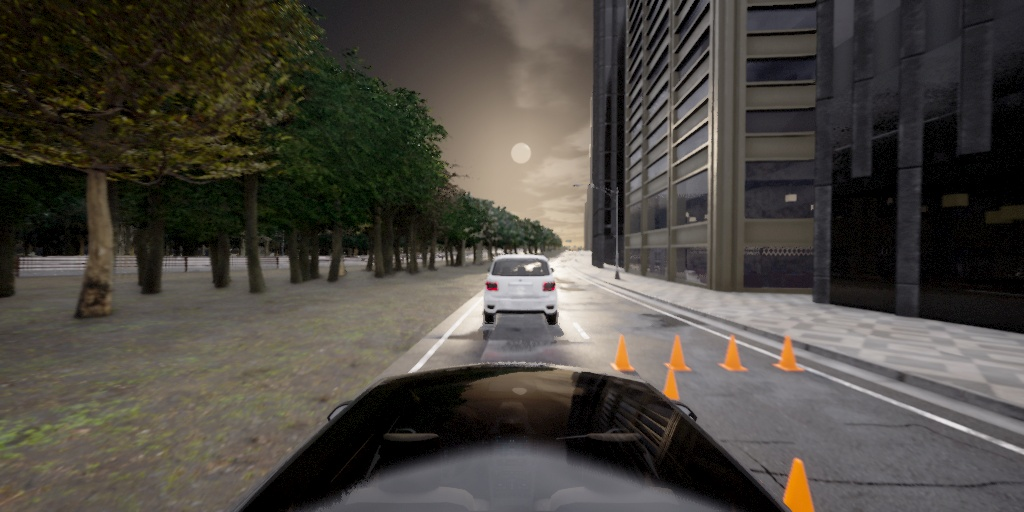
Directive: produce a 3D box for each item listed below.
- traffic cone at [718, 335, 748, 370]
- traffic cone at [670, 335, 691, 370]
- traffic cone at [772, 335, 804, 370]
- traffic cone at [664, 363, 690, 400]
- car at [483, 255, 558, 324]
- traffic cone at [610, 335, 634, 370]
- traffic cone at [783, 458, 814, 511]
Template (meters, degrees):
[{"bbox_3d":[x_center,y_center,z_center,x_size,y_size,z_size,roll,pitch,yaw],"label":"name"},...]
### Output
[{"bbox_3d":[3.993,1.725,6.492,0.340,0.580,0.340,0,0,0],"label":"traffic cone"},{"bbox_3d":[2.993,1.723,6.493,0.340,0.580,0.340,0,0,0],"label":"traffic cone"},{"bbox_3d":[4.992,1.728,6.492,0.340,0.580,0.340,0,0,0],"label":"traffic cone"},{"bbox_3d":[1.992,1.716,4.494,0.340,0.580,0.340,0,0,0],"label":"traffic cone"},{"bbox_3d":[0.303,0.994,12.284,2.150,2.045,5.566,0,0,2],"label":"car"},{"bbox_3d":[1.993,1.720,6.494,0.340,0.580,0.340,0,0,0],"label":"traffic cone"},{"bbox_3d":[1.990,1.712,2.494,0.340,0.580,0.340,0,0,0],"label":"traffic cone"}]
